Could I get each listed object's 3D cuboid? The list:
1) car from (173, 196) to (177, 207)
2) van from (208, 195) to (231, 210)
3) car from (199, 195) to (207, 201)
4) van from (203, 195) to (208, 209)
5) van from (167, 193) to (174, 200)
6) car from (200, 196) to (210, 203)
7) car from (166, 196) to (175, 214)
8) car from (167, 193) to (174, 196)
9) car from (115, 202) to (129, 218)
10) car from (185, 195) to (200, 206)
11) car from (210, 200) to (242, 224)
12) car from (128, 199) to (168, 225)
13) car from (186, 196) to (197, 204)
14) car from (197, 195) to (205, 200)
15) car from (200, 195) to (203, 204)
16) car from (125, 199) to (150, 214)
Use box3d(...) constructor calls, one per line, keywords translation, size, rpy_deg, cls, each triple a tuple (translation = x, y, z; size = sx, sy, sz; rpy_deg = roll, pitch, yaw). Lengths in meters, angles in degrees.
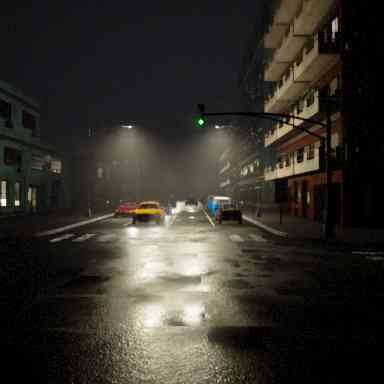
box3d(translation=(-3.158, 1.586, 46.427), size=(1.895, 1.301, 4.718), rpy_deg=(0, 0, 0), cls="car")
box3d(translation=(2.658, 1.335, 30.090), size=(1.690, 1.788, 3.998), rpy_deg=(1, 0, 0), cls="van")
box3d(translation=(2.579, 1.490, 80.318), size=(1.887, 1.381, 4.507), rpy_deg=(1, 0, 0), cls="car")
box3d(translation=(2.642, 1.330, 41.252), size=(1.690, 1.788, 3.998), rpy_deg=(1, 0, 0), cls="van")
box3d(translation=(-5.815, 1.269, 91.424), size=(1.690, 1.788, 3.998), rpy_deg=(1, 0, 0), cls="van")
box3d(translation=(2.596, 1.527, 69.156), size=(1.947, 1.339, 4.313), rpy_deg=(1, 0, 0), cls="car")
box3d(translation=(-3.140, 1.497, 34.598), size=(1.837, 1.490, 4.892), rpy_deg=(0, 0, 0), cls="car")
box3d(translation=(-5.810, 1.503, 85.844), size=(1.947, 1.339, 4.313), rpy_deg=(1, 0, 0), cls="car")
box3d(translation=(-5.725, 1.576, 30.042), size=(1.802, 1.307, 4.206), rpy_deg=(1, 0, 0), cls="car")
box3d(translation=(-0.083, 1.542, 54.372), size=(1.994, 1.385, 4.181), rpy_deg=(0, 0, 0), cls="car")
box3d(translation=(2.664, 1.547, 24.510), size=(2.008, 1.369, 4.403), rpy_deg=(1, 0, 0), cls="car")
box3d(translation=(-3.126, 1.474, 24.555), size=(1.882, 1.535, 5.008), rpy_deg=(0, 0, 0), cls="car")
box3d(translation=(-0.100, 1.532, 64.414), size=(1.994, 1.385, 4.181), rpy_deg=(0, 0, 0), cls="car")
box3d(translation=(2.562, 1.478, 91.479), size=(2.008, 1.369, 4.403), rpy_deg=(1, 0, 0), cls="car")
box3d(translation=(2.621, 1.506, 52.583), size=(1.752, 1.417, 4.829), rpy_deg=(1, 0, 0), cls="car")
box3d(translation=(-5.733, 1.536, 35.622), size=(1.887, 1.381, 4.507), rpy_deg=(1, 0, 0), cls="car")
